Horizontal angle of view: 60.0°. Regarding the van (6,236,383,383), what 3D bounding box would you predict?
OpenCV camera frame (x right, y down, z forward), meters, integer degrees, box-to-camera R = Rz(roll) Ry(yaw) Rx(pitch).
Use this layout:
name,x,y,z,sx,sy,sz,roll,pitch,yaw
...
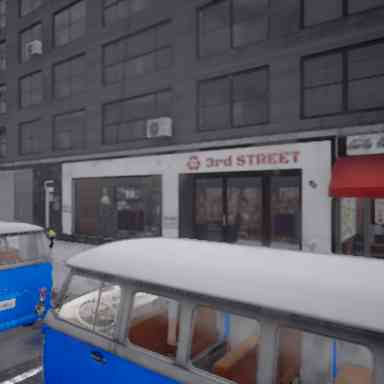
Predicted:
name,x,y,z,sx,sy,sz,roll,pitch,yaw
van,0.512,1.343,2.445,3.998,1.788,1.690,0,0,36

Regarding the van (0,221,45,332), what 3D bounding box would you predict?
name,x,y,z,sx,sy,sz,roll,pitch,yaw
van,-4.113,1.351,5.746,3.998,1.788,1.690,0,0,36
